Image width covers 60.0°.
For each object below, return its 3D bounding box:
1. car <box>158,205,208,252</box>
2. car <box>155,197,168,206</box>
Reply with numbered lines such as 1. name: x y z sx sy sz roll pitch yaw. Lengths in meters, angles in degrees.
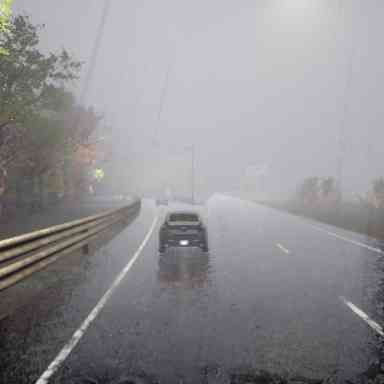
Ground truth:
1. car: -0.383 1.514 13.990 1.837 1.490 4.892 0 0 -3
2. car: -5.154 1.520 56.119 2.128 1.511 4.902 0 0 -10
